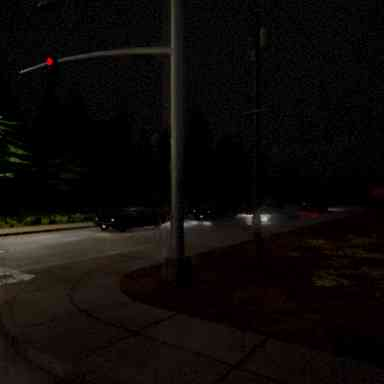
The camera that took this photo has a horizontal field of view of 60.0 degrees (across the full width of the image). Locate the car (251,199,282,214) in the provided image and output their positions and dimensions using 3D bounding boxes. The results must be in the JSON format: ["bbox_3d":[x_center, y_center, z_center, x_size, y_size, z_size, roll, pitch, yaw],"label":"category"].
[{"bbox_3d":[8.191,1.506,36.505,1.882,1.535,5.008,0,0,37],"label":"car"}]

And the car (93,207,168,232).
[{"bbox_3d":[-3.678,1.631,20.551,1.895,1.301,4.718,0,0,37],"label":"car"}]

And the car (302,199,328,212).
[{"bbox_3d":[14.329,1.518,38.589,2.128,1.511,4.902,0,0,37],"label":"car"}]

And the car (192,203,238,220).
[{"bbox_3d":[2.041,1.630,28.248,1.895,1.301,4.718,0,0,37],"label":"car"}]
